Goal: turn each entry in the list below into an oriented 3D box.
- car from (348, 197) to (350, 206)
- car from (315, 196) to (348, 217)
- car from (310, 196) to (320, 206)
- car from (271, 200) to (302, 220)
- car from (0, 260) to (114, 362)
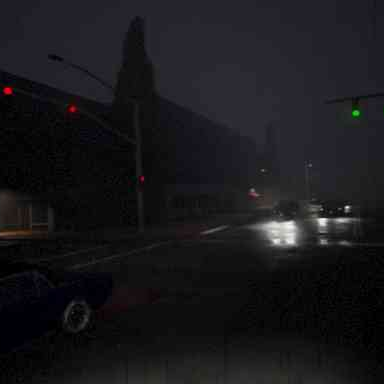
[{"bbox_3d":[20.590,1.203,45.750,1.994,1.385,4.181,-3,-1,27],"label":"car"},{"bbox_3d":[12.078,1.335,28.603,1.812,1.442,4.674,-3,-1,26],"label":"car"},{"bbox_3d":[19.044,1.310,50.349,2.033,1.411,5.357,-3,-1,26],"label":"car"},{"bbox_3d":[7.969,1.484,27.961,2.128,1.511,4.902,-3,-1,26],"label":"car"},{"bbox_3d":[-3.323,1.808,4.750,1.895,1.301,4.718,-3,-1,26],"label":"car"}]
